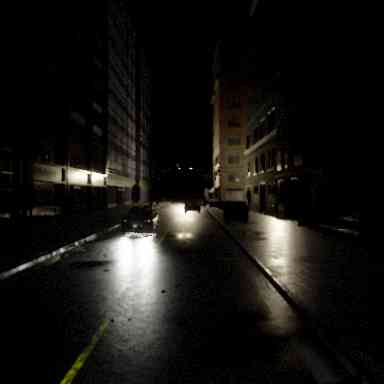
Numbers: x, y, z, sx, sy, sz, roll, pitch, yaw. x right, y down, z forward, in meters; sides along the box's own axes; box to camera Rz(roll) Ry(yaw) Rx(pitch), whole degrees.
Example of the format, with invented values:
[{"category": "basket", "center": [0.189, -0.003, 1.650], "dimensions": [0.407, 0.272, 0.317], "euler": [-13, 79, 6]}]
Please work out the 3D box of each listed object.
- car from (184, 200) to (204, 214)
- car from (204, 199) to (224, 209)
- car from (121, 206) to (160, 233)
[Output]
[{"category": "car", "center": [0.059, 1.697, 38.784], "dimensions": [2.128, 1.511, 4.902], "euler": [0, 0, 1]}, {"category": "car", "center": [3.170, 1.732, 49.627], "dimensions": [4.902, 1.511, 2.128], "euler": [0, 0, -27]}, {"category": "car", "center": [-3.092, 1.605, 20.499], "dimensions": [2.128, 1.511, 4.902], "euler": [0, 0, 0]}]
